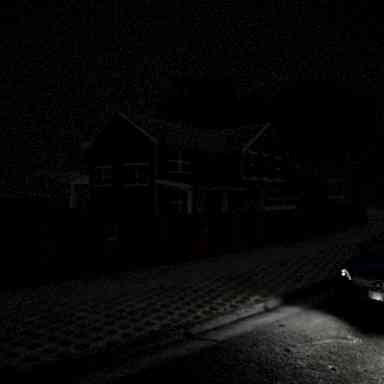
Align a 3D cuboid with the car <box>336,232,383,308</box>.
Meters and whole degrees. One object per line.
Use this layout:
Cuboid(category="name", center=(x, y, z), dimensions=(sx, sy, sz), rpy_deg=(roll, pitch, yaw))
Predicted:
Cuboid(category="car", center=(4.992, 1.605, 7.510), dimensions=(4.674, 1.442, 1.812), rpy_deg=(1, 0, -43))
